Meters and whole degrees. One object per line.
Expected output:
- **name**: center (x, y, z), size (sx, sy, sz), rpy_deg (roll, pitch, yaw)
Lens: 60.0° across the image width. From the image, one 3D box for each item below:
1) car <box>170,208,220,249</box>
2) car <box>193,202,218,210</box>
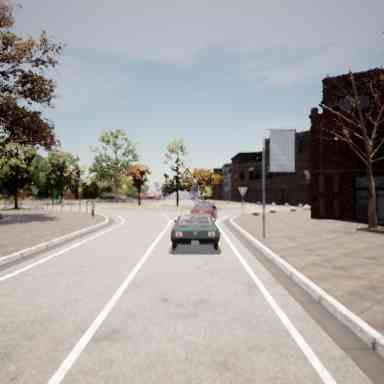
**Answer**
- **car**: center (0.126, 1.577, 14.443), size (1.895, 1.301, 4.718), rpy_deg (0, 0, 0)
- **car**: center (1.083, 1.494, 28.123), size (1.994, 1.385, 4.181), rpy_deg (0, 1, 9)
